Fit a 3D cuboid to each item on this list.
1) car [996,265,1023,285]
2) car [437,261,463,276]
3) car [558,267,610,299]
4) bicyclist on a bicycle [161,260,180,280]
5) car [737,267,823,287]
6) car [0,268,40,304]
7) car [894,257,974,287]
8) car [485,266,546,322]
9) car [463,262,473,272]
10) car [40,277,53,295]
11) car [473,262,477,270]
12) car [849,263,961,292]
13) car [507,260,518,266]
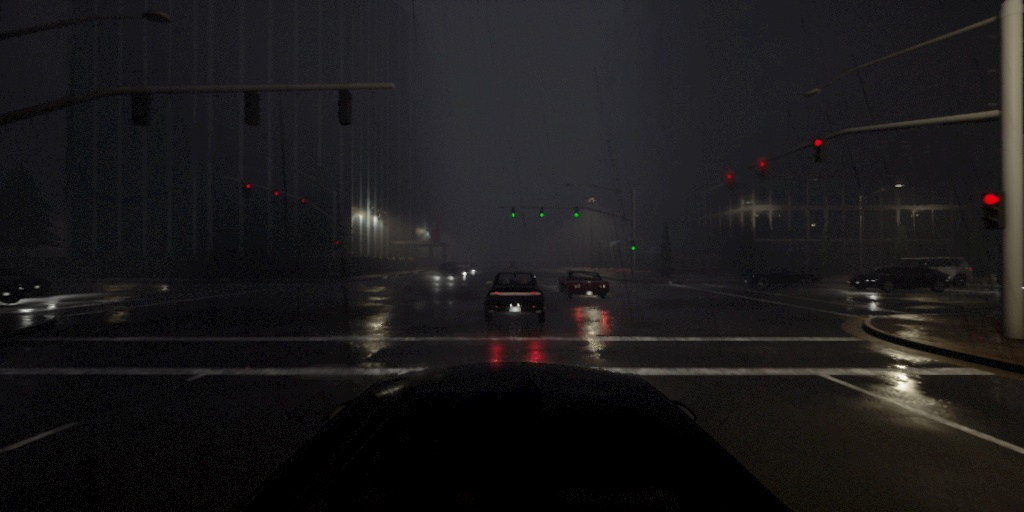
[{"bbox_3d":[32.644,1.061,21.322,5.566,2.045,2.150,0,0,1],"label":"car"},{"bbox_3d":[-7.098,1.431,40.393,1.837,1.490,4.892,0,0,0],"label":"car"},{"bbox_3d":[3.595,1.429,18.824,1.895,1.301,4.718,0,0,0],"label":"car"},{"bbox_3d":[-28.779,1.180,30.212,0.582,1.620,1.656,0,0,1],"label":"bicyclist on a bicycle"},{"bbox_3d":[18.512,1.457,24.985,4.718,1.301,1.895,0,0,1],"label":"car"},{"bbox_3d":[-23.069,1.313,14.673,4.892,1.490,1.837,0,0,1],"label":"car"},{"bbox_3d":[28.252,1.077,24.869,5.566,2.045,2.150,0,0,1],"label":"car"},{"bbox_3d":[0.096,1.292,12.524,2.128,1.511,4.902,0,0,0],"label":"car"},{"bbox_3d":[-7.081,1.497,50.477,1.812,1.442,4.674,0,0,0],"label":"car"},{"bbox_3d":[-26.502,1.329,18.208,4.892,1.490,1.837,0,0,1],"label":"car"},{"bbox_3d":[-7.013,1.619,60.688,1.895,1.301,4.718,0,0,0],"label":"car"},{"bbox_3d":[23.070,1.345,21.418,4.892,1.490,1.837,0,0,1],"label":"car"},{"bbox_3d":[0.092,1.573,62.445,2.033,1.411,5.357,0,0,0],"label":"car"}]
